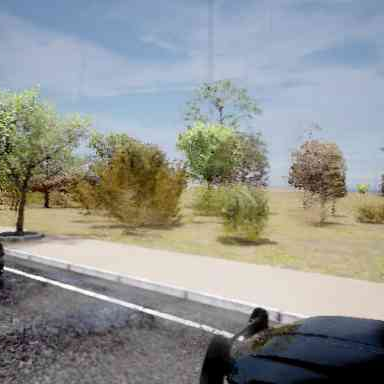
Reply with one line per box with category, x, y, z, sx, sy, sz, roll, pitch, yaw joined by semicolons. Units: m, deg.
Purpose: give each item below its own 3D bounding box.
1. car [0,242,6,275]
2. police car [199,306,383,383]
car;-6.432;1.372;8.145;4.892;1.490;1.837;1;1;35
police car;2.436;1.439;1.824;5.238;1.638;1.930;1;1;35
